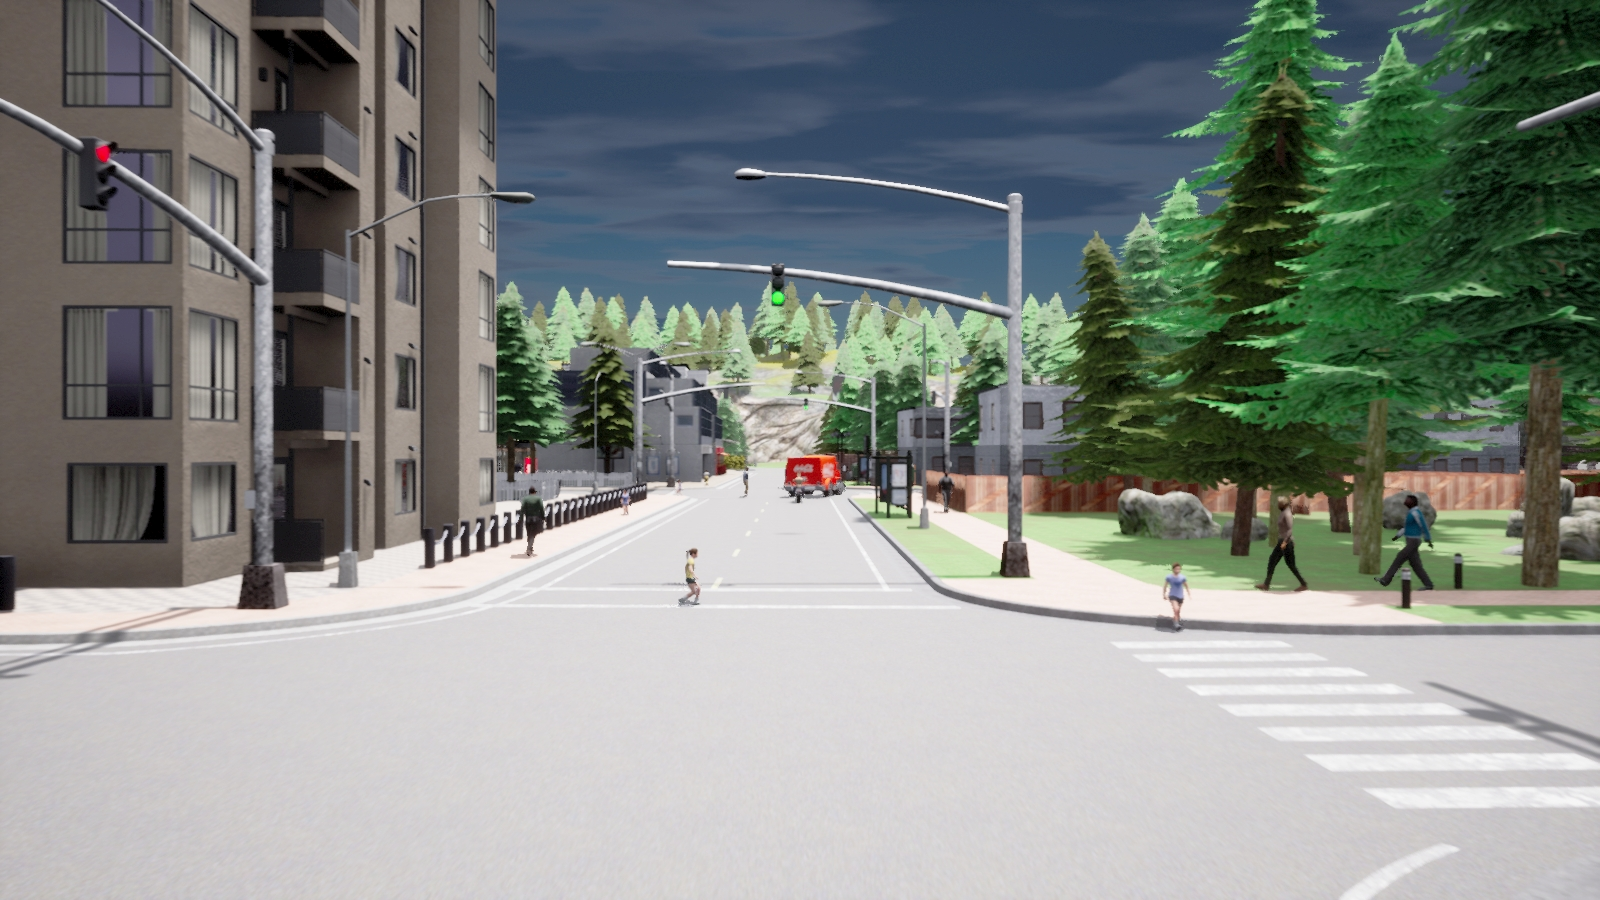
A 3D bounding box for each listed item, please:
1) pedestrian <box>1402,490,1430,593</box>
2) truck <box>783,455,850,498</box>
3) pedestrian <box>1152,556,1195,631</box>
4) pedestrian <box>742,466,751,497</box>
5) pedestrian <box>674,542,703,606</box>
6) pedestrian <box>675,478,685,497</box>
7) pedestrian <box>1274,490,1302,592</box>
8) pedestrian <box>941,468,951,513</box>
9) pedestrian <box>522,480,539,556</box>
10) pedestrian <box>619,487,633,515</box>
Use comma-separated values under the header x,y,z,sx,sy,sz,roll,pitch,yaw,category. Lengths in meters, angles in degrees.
x,y,z,sx,sy,sz,roll,pitch,yaw,category
11.368,1.673,21.082,0.375,1.860,0.375,0,0,13,pedestrian
1.045,1.574,69.895,2.627,2.467,5.204,-1,0,18,truck
5.792,2.211,17.723,0.500,1.100,0.500,0,0,1,pedestrian
-3.165,1.860,67.526,0.375,1.860,0.375,0,0,19,pedestrian
-1.997,2.219,20.533,0.500,1.100,0.500,0,0,-3,pedestrian
-7.197,2.246,68.381,0.500,1.100,0.500,0,0,-17,pedestrian
9.019,1.673,21.129,0.375,1.860,0.375,0,0,6,pedestrian
6.128,1.699,48.030,0.375,1.860,0.375,0,0,-1,pedestrian
-6.713,1.690,28.471,0.375,1.860,0.375,0,0,-4,pedestrian
-7.082,2.080,46.393,0.500,1.100,0.500,0,0,-2,pedestrian
